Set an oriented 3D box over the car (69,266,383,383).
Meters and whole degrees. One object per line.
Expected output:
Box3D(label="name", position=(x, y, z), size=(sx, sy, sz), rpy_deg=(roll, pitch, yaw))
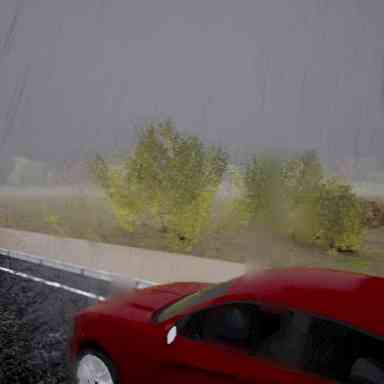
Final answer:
Box3D(label="car", position=(0.901, 1.476, 3.065), size=(5.008, 1.535, 1.882), rpy_deg=(0, 0, 36))
